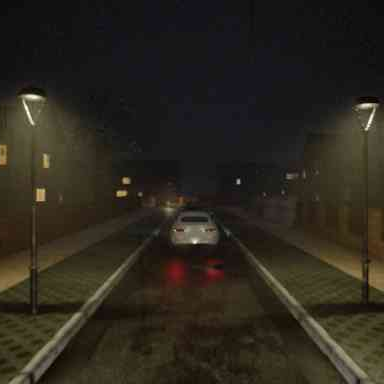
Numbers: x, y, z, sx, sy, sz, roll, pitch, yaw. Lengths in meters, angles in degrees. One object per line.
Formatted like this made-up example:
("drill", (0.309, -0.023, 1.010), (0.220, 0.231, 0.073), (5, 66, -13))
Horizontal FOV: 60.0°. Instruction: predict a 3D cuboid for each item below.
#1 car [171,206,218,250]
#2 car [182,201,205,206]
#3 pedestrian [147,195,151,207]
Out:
("car", (0.100, 1.525, 14.187), (1.812, 1.442, 4.674), (0, 0, 0))
("car", (0.101, 1.523, 28.780), (1.812, 1.442, 4.674), (0, 0, 0))
("pedestrian", (-6.712, 1.348, 52.028), (0.375, 1.860, 0.375), (0, -1, 1))
